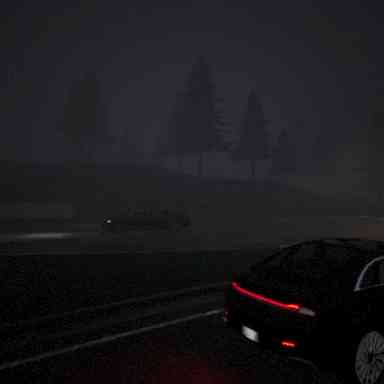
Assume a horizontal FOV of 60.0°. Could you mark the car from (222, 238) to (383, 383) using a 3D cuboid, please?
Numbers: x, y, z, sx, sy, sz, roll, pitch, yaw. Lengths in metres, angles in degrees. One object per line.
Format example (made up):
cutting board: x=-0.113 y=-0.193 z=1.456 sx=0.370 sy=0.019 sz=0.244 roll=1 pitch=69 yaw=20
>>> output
car: x=2.772 y=1.508 z=5.291 sx=4.902 sy=1.511 sz=2.128 roll=0 pitch=0 yaw=-31

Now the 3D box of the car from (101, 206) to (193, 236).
car: x=-2.413 y=1.519 z=18.232 sx=4.902 sy=1.511 sz=2.128 roll=0 pitch=0 yaw=-10
